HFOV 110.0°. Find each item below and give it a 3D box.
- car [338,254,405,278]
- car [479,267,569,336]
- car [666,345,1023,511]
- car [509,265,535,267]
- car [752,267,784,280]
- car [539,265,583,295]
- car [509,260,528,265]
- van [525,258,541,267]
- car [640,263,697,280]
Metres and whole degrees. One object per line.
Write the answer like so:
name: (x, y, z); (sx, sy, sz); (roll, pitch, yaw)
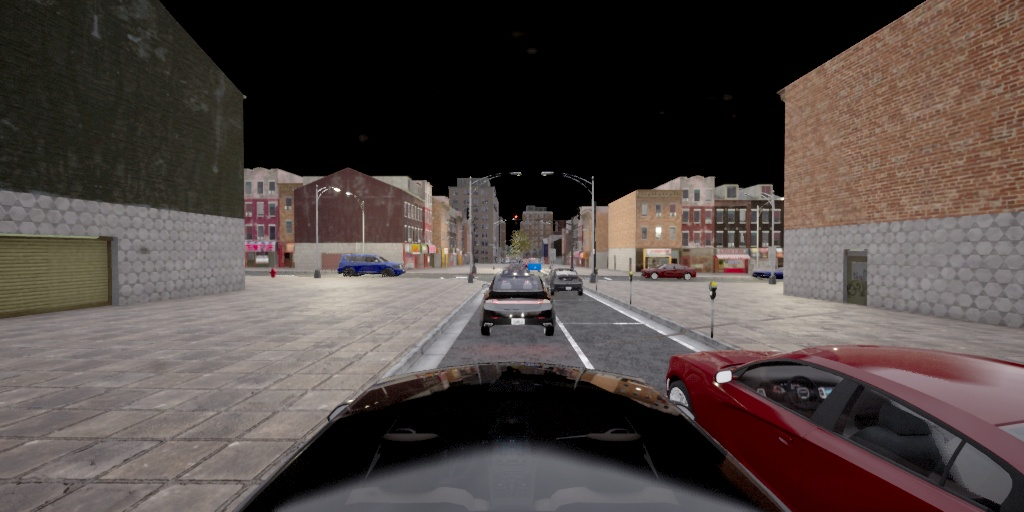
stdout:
car: (-12.279, 0.889, 31.427); (5.566, 2.045, 2.150); (1, 1, 0)
car: (0.142, 1.244, 10.393); (2.128, 1.511, 4.902); (0, 0, 0)
car: (2.638, 1.295, 2.428); (1.888, 1.381, 4.507); (0, 0, 0)
car: (0.219, 1.371, 20.436); (1.895, 1.301, 4.718); (0, 0, 1)
car: (25.649, 1.731, 34.122); (4.718, 1.301, 1.895); (1, 1, 0)
car: (2.723, 1.318, 19.303); (2.007, 1.370, 4.403); (0, 0, 0)
car: (0.501, 1.454, 42.128); (1.895, 1.301, 4.718); (0, 0, 0)
van: (2.860, 1.215, 46.258); (1.690, 1.789, 3.998); (0, 0, 0)
car: (14.863, 1.466, 34.192); (5.008, 1.535, 1.882); (1, 1, 0)
